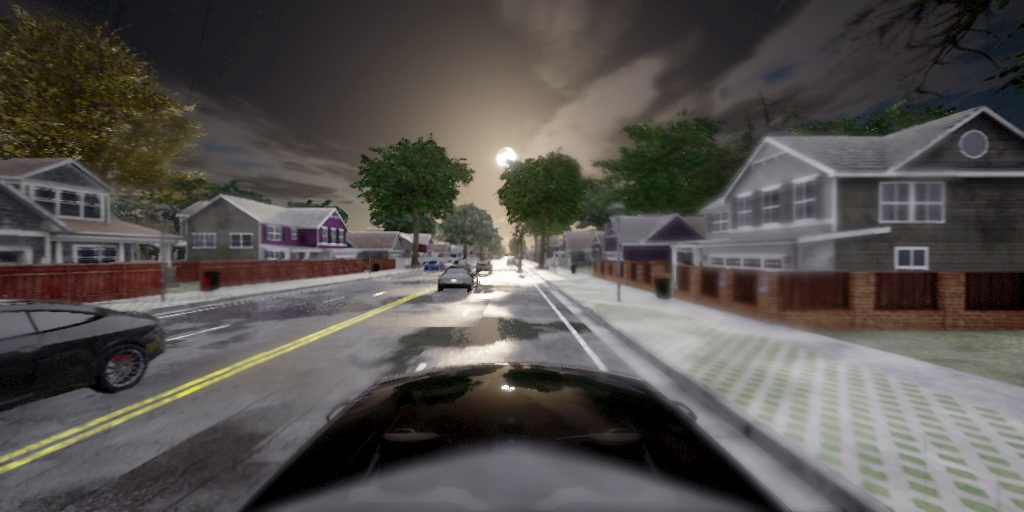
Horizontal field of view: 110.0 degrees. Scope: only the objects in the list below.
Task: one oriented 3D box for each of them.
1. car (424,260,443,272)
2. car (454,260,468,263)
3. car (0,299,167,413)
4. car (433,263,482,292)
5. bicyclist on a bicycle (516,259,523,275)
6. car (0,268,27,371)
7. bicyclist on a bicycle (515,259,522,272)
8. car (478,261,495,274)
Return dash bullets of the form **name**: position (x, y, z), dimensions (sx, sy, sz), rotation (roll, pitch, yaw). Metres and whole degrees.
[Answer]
- **car**: position (-9.846, 1.244, 45.646), dimensions (1.882, 1.535, 5.008), rotation (0, 0, 0)
- **car**: position (-6.596, 1.270, 45.874), dimensions (1.837, 1.490, 4.892), rotation (0, 0, 0)
- **car**: position (-6.603, 1.273, 4.002), dimensions (1.812, 1.442, 4.674), rotation (0, 0, 0)
- **car**: position (-3.157, 1.311, 21.480), dimensions (1.994, 1.385, 4.181), rotation (0, 0, 0)
- **bicyclist on a bicycle**: position (0.880, 1.213, 36.718), dimensions (0.582, 1.620, 1.656), rotation (0, 0, 0)
- **car**: position (-9.852, 1.099, 4.235), dimensions (2.097, 1.767, 4.553), rotation (0, 0, 0)
- **bicyclist on a bicycle**: position (0.874, 1.204, 45.863), dimensions (0.866, 1.612, 1.509), rotation (0, 0, 0)
- **car**: position (-3.165, 1.269, 41.744), dimensions (1.837, 1.490, 4.892), rotation (0, 0, 0)
